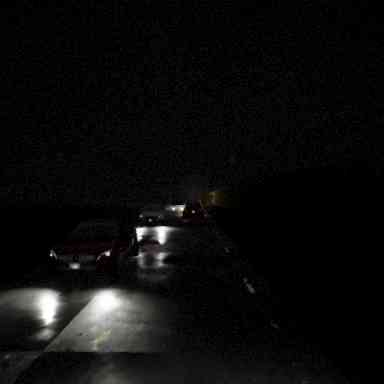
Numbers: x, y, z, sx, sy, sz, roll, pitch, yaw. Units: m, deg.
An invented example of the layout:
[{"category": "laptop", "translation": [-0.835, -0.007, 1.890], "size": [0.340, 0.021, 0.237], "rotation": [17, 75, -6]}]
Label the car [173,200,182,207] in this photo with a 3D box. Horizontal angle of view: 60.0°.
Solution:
[{"category": "car", "translation": [-2.700, 2.144, 64.989], "size": [1.895, 1.301, 4.718], "rotation": [0, -1, 0]}]

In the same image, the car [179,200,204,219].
[{"category": "car", "translation": [0.120, 1.743, 31.267], "size": [1.994, 1.385, 4.181], "rotation": [0, -1, 0]}]

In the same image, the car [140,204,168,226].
[{"category": "car", "translation": [-2.820, 1.643, 24.840], "size": [1.812, 1.442, 4.674], "rotation": [0, 0, 0]}]

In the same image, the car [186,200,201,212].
[{"category": "car", "translation": [0.132, 1.814, 44.021], "size": [1.882, 1.535, 5.008], "rotation": [0, -1, 0]}]

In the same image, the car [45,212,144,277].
[{"category": "car", "translation": [-2.842, 1.554, 10.437], "size": [1.812, 1.442, 4.674], "rotation": [0, 0, 0]}]
